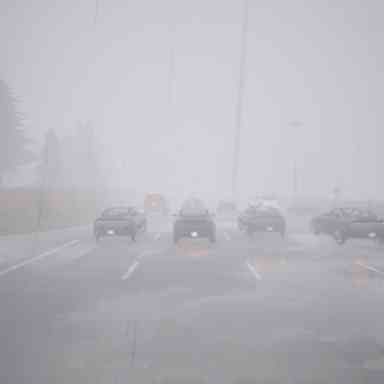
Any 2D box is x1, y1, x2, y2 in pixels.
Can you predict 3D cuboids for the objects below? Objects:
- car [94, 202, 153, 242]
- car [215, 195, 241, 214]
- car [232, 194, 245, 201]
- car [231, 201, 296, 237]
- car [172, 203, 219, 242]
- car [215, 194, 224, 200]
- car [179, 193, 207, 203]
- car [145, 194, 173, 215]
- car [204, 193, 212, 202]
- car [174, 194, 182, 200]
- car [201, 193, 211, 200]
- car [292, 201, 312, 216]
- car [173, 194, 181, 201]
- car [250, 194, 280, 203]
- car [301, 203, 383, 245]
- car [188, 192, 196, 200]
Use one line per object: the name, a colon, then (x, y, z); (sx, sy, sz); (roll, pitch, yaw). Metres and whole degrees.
car: (-3.400, 1.473, 16.392); (2.128, 1.511, 4.902); (0, 0, 0)
car: (3.600, 1.437, 35.262); (1.882, 1.535, 5.008); (0, 0, 0)
car: (10.500, 1.408, 73.855); (1.837, 1.490, 4.892); (0, 0, 0)
car: (3.601, 1.471, 17.772); (2.128, 1.511, 4.902); (0, 0, 0)
car: (0.100, 1.486, 16.203); (1.837, 1.490, 4.892); (0, 0, 0)
car: (6.992, 1.232, 83.884); (1.882, 1.535, 5.008); (0, 0, 0)
car: (0.101, 1.314, 33.427); (2.097, 1.767, 4.553); (0, 0, 0)
car: (-3.400, 1.184, 32.846); (2.150, 2.045, 5.566); (0, 0, 0)
car: (3.500, 1.432, 73.822); (2.128, 1.511, 4.902); (0, 0, 0)
car: (-3.508, 1.254, 83.853); (1.837, 1.490, 4.892); (0, 0, 0)
car: (3.492, 1.109, 83.844); (2.097, 1.767, 4.553); (0, 0, 0)
car: (10.600, 1.564, 32.138); (1.895, 1.301, 4.718); (0, 0, 0)
car: (-3.500, 1.386, 73.438); (1.882, 1.535, 5.008); (0, 0, 0)
car: (7.101, 1.184, 32.839); (2.150, 2.045, 5.566); (0, 0, 0)
car: (7.101, 1.473, 15.519); (2.128, 1.511, 4.902); (0, 0, 0)
car: (-0.008, 0.979, 83.893); (2.150, 2.045, 5.566); (0, 0, 0)
